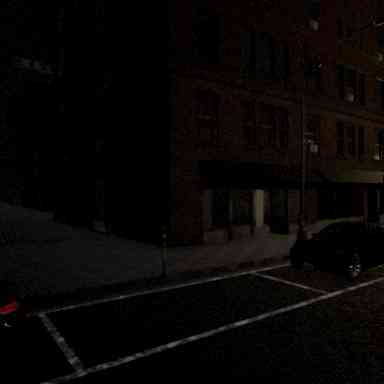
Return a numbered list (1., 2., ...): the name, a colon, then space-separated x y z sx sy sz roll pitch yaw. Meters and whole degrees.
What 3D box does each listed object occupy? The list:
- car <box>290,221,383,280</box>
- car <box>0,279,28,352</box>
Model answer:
1. car: 4.829 1.573 9.987 4.313 1.339 1.947 0 0 -36
2. car: -4.122 1.583 3.591 4.206 1.307 1.802 0 0 -36
